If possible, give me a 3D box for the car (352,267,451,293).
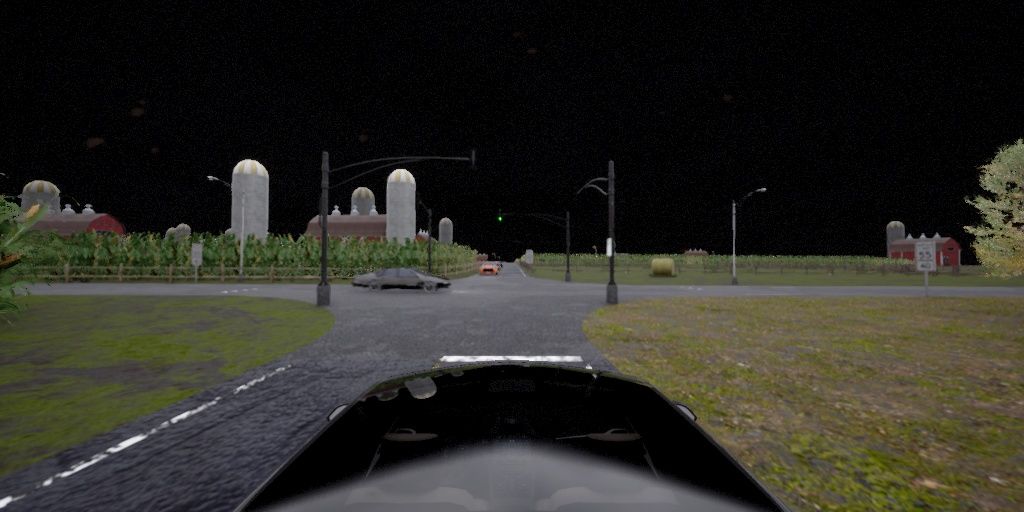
[{"bbox_3d":[-6.314,1.350,20.825,5.357,1.411,2.033,1,0,-3],"label":"car"}]

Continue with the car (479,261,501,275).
[{"bbox_3d":[-2.748,1.375,43.321,2.097,1.767,4.553,0,-1,0],"label":"car"}]

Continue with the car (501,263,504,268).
[{"bbox_3d":[-2.774,1.619,58.414,2.128,1.511,4.902,0,0,0],"label":"car"}]
